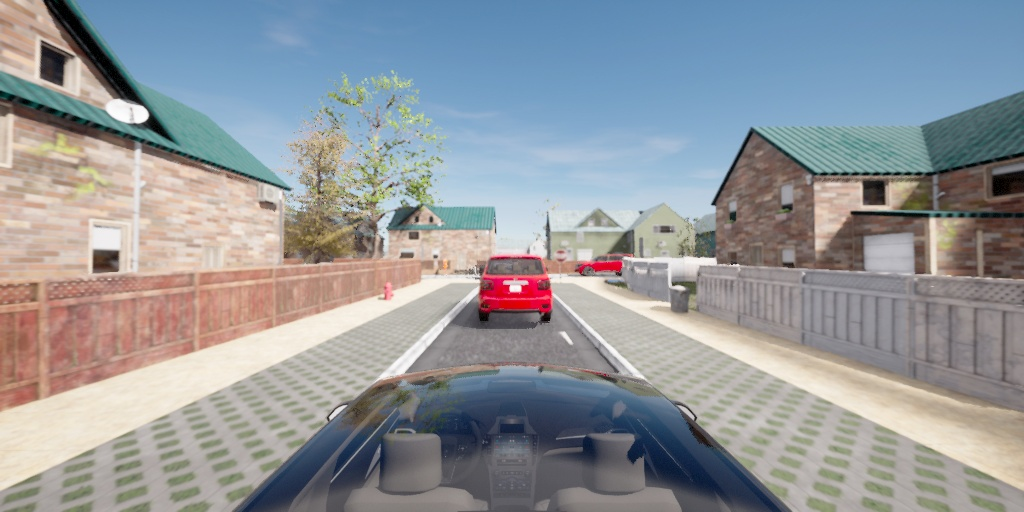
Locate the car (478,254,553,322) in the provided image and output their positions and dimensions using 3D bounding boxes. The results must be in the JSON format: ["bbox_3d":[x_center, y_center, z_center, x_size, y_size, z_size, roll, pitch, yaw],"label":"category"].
[{"bbox_3d":[0.094,0.934,12.237,2.150,2.045,5.566,0,1,0],"label":"car"}]

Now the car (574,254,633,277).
[{"bbox_3d":[8.503,0.856,32.781,5.566,2.045,2.150,0,-1,1],"label":"car"}]

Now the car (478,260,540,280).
[{"bbox_3d":[-0.214,1.147,29.929,5.008,1.535,1.882,0,-1,1],"label":"car"}]

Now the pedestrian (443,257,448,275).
[{"bbox_3d":[-6.716,0.975,35.887,0.375,1.860,0.375,0,-1,1],"label":"pedestrian"}]
